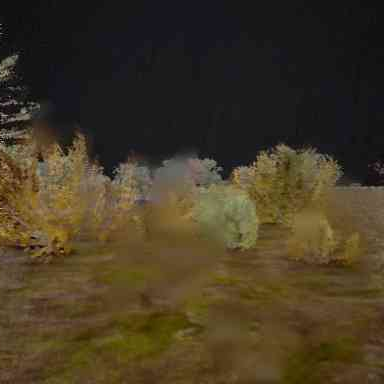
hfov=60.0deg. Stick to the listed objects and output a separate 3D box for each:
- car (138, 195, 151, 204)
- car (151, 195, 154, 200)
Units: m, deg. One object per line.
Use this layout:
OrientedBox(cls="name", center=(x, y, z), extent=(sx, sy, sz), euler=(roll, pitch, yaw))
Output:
OrientedBox(cls="car", center=(-9.841, 1.297, 60.800), extent=(2.128, 1.511, 4.902), euler=(0, 0, 12))
OrientedBox(cls="car", center=(-8.427, 1.244, 67.999), extent=(1.882, 1.535, 5.008), euler=(0, 0, 11))
